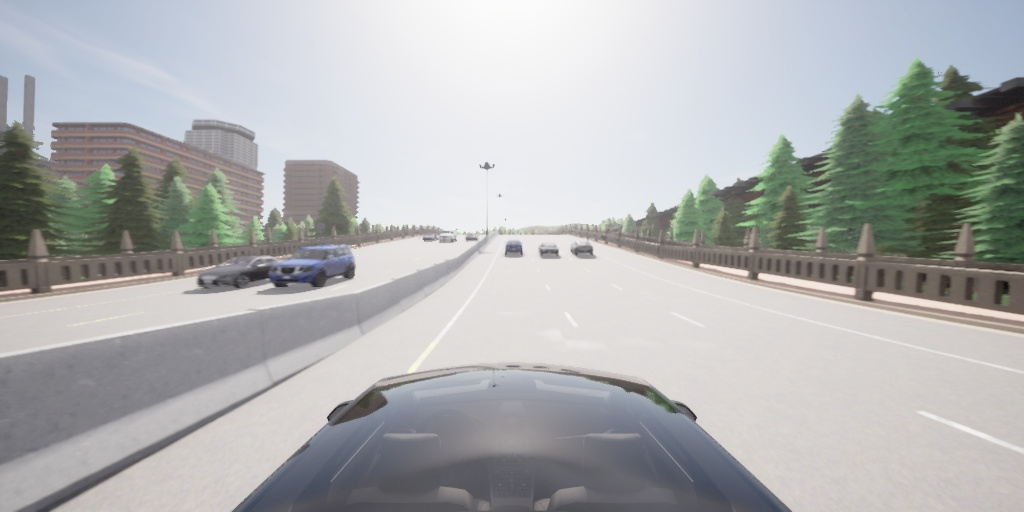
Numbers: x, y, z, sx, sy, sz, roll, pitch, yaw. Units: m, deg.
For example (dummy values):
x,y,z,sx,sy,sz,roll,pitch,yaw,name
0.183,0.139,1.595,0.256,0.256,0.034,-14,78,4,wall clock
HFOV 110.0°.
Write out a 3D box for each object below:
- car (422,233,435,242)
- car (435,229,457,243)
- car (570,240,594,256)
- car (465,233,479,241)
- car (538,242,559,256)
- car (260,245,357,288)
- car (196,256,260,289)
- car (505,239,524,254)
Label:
x,y,z,sx,sy,sz,roll,pitch,yaw,name
-13.725,-3.228,60.622,2.033,1.411,5.357,0,6,1,car
-10.264,-3.244,57.530,2.150,2.045,5.566,0,6,1,car
7.197,-0.924,37.284,2.128,1.511,4.902,0,6,1,car
-6.740,-3.219,60.643,1.994,1.385,4.181,0,6,1,car
3.690,-0.768,36.839,1.895,1.301,4.718,0,6,1,car
-10.517,0.469,19.507,2.150,2.045,5.566,0,4,1,car
-14.021,0.772,18.992,2.128,1.511,4.902,0,4,1,car
0.217,-1.087,38.778,1.882,1.535,5.008,0,6,1,car
